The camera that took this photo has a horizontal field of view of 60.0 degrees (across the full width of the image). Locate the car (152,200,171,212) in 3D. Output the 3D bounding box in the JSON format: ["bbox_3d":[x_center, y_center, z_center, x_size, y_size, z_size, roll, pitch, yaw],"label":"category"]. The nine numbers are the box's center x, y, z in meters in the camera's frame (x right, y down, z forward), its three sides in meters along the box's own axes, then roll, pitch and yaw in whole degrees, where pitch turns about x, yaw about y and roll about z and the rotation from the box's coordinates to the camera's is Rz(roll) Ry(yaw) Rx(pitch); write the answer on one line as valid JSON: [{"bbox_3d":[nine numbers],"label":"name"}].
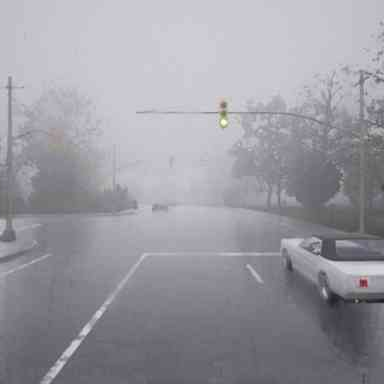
[{"bbox_3d":[-3.963,1.760,42.362,1.882,1.535,5.008,0,-1,-3],"label":"car"}]

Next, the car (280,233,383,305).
[{"bbox_3d":[3.610,1.643,8.124,1.895,1.301,4.718,0,0,0],"label":"car"}]

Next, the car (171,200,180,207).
[{"bbox_3d":[-4.874,2.619,73.545,1.895,1.301,4.718,0,-2,-19],"label":"car"}]

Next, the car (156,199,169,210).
[{"bbox_3d":[-4.666,1.946,52.244,1.882,1.535,5.008,0,-1,-6],"label":"car"}]

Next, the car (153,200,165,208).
[{"bbox_3d":[-6.587,2.325,65.487,1.837,1.490,4.892,0,-2,-11],"label":"car"}]
